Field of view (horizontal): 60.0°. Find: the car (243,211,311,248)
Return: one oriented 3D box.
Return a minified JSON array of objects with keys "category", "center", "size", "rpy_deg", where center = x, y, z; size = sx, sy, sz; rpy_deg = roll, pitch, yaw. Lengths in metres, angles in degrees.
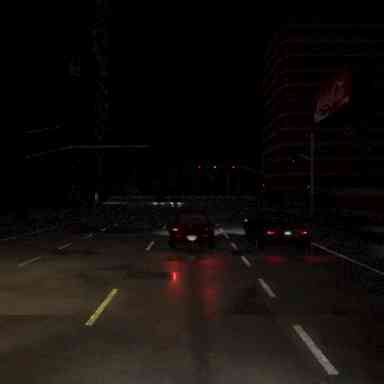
[{"category":"car","center":[3.500,1.562,14.650],"size":[2.033,1.411,5.357],"rpy_deg":[0,0,0]}]

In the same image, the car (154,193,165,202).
[{"category":"car","center":[-7.000,1.185,72.425],"size":[2.150,2.045,5.566],"rpy_deg":[0,0,0]}]

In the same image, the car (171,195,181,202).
[{"category":"car","center":[-3.500,1.484,72.454],"size":[1.812,1.442,4.674],"rpy_deg":[0,0,0]}]

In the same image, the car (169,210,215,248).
[{"category":"car","center":[0.000,1.532,14.650],"size":[1.812,1.442,4.674],"rpy_deg":[0,0,0]}]
